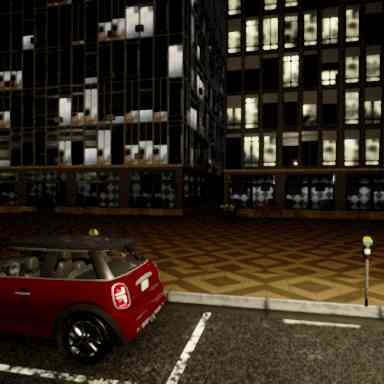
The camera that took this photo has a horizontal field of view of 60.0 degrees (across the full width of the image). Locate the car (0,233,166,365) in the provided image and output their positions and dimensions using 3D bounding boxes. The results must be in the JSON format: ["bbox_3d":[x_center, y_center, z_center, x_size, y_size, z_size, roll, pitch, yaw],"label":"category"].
[{"bbox_3d":[-2.607,1.440,5.515,4.097,1.590,1.967,0,0,13],"label":"car"}]
